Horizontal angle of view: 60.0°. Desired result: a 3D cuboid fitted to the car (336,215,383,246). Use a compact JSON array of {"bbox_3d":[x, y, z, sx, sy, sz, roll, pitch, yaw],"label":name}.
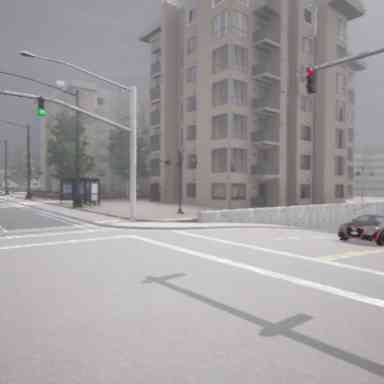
[{"bbox_3d":[9.058,1.832,16.542,4.181,1.385,1.994,5,-2,-37],"label":"car"}]
